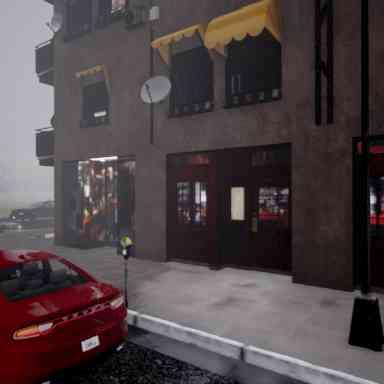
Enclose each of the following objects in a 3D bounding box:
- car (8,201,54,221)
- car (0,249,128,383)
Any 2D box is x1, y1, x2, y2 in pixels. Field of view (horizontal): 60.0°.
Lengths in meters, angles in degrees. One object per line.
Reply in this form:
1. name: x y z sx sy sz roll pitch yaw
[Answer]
1. car: -11.002 1.371 25.560 2.033 1.411 5.357 0 1 35
2. car: -2.937 1.547 4.990 4.507 1.381 1.887 0 0 36
